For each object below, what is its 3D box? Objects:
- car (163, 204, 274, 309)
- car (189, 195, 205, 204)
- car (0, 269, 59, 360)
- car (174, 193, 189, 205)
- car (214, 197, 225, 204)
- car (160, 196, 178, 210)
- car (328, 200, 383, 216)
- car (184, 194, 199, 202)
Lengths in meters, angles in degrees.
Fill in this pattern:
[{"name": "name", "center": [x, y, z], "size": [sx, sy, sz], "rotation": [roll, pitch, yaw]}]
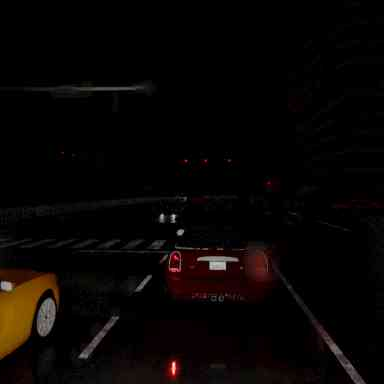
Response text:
[{"name": "car", "center": [0.656, 1.352, 8.121], "size": [2.097, 1.767, 4.553], "rotation": [0, 0, 5]}, {"name": "car", "center": [1.076, 1.352, 55.959], "size": [2.097, 1.767, 4.553], "rotation": [0, 0, 5]}, {"name": "car", "center": [-3.262, 1.478, 3.519], "size": [1.882, 1.535, 5.008], "rotation": [0, 0, 5]}, {"name": "car", "center": [-2.263, 1.221, 60.198], "size": [2.150, 2.045, 5.566], "rotation": [0, 0, 5]}, {"name": "car", "center": [4.676, 1.525, 57.029], "size": [1.812, 1.442, 4.674], "rotation": [0, 0, 5]}, {"name": "car", "center": [-3.045, 1.527, 42.539], "size": [1.812, 1.442, 4.674], "rotation": [0, 0, -3]}, {"name": "car", "center": [16.342, 1.533, 33.425], "size": [5.008, 1.535, 1.882], "rotation": [0, 0, 5]}, {"name": "car", "center": [-0.174, 1.355, 74.050], "size": [2.097, 1.767, 4.553], "rotation": [0, 0, 17]}]
